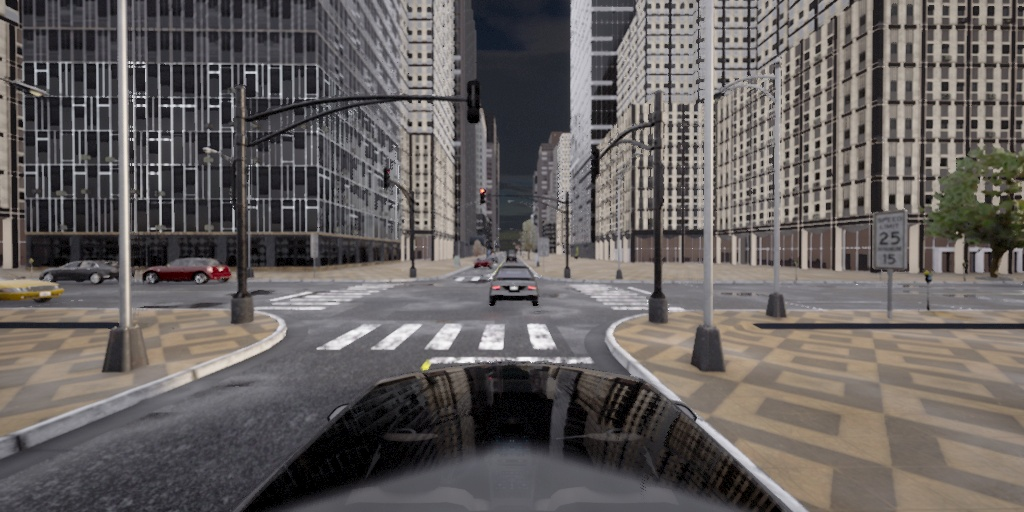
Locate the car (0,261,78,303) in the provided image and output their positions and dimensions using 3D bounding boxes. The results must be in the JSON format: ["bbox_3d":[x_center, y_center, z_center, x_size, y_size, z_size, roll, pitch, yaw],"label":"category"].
[{"bbox_3d":[-18.922,1.010,12.641,4.829,1.417,1.751,0,0,-1],"label":"car"}]

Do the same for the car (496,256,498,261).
[{"bbox_3d":[-3.180,0.486,57.225,2.033,1.411,5.357,0,1,0],"label":"car"}]

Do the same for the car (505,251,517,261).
[{"bbox_3d":[-0.131,0.329,63.099,1.882,1.535,5.008,0,1,0],"label":"car"}]

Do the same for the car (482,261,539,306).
[{"bbox_3d":[0.069,1.108,14.603,2.033,1.411,5.357,0,1,0],"label":"car"}]

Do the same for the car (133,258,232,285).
[{"bbox_3d":[-19.251,0.831,21.276,4.097,1.591,1.967,0,0,-1],"label":"car"}]

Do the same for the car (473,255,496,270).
[{"bbox_3d":[-3.177,0.793,39.973,1.895,1.301,4.718,0,1,0],"label":"car"}]

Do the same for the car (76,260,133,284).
[{"bbox_3d":[-24.928,0.911,21.140,4.403,1.370,2.007,0,0,-1],"label":"car"}]
